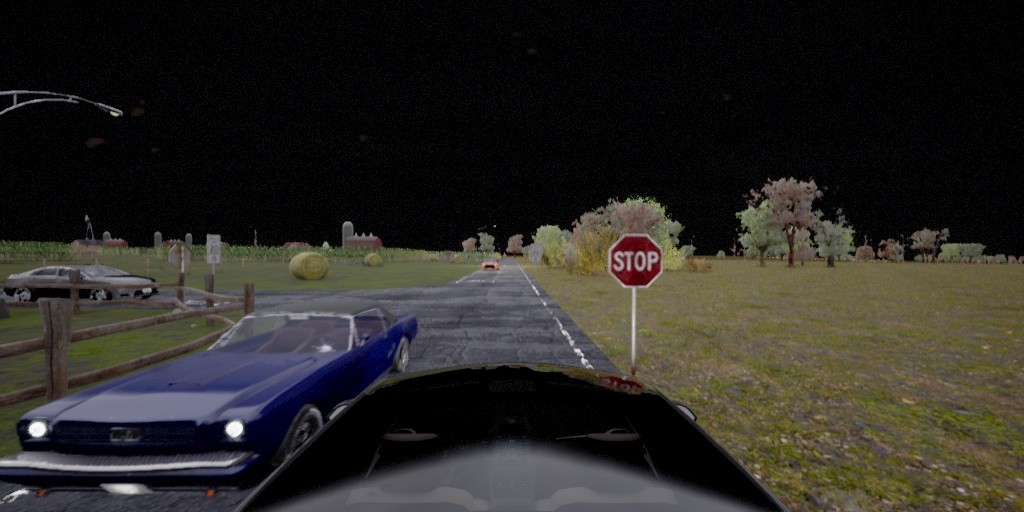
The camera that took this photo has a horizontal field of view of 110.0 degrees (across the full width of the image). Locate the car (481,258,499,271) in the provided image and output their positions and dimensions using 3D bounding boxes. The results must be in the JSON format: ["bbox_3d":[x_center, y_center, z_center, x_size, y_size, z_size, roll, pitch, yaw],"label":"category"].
[{"bbox_3d":[-2.779,1.033,46.416,2.097,1.767,4.553,0,0,0],"label":"car"}]

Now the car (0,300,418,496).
[{"bbox_3d":[-2.752,1.345,4.760,1.895,1.301,4.718,0,0,0],"label":"car"}]

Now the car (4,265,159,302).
[{"bbox_3d":[-17.410,1.123,14.674,4.902,1.511,2.128,0,1,-1],"label":"car"}]
